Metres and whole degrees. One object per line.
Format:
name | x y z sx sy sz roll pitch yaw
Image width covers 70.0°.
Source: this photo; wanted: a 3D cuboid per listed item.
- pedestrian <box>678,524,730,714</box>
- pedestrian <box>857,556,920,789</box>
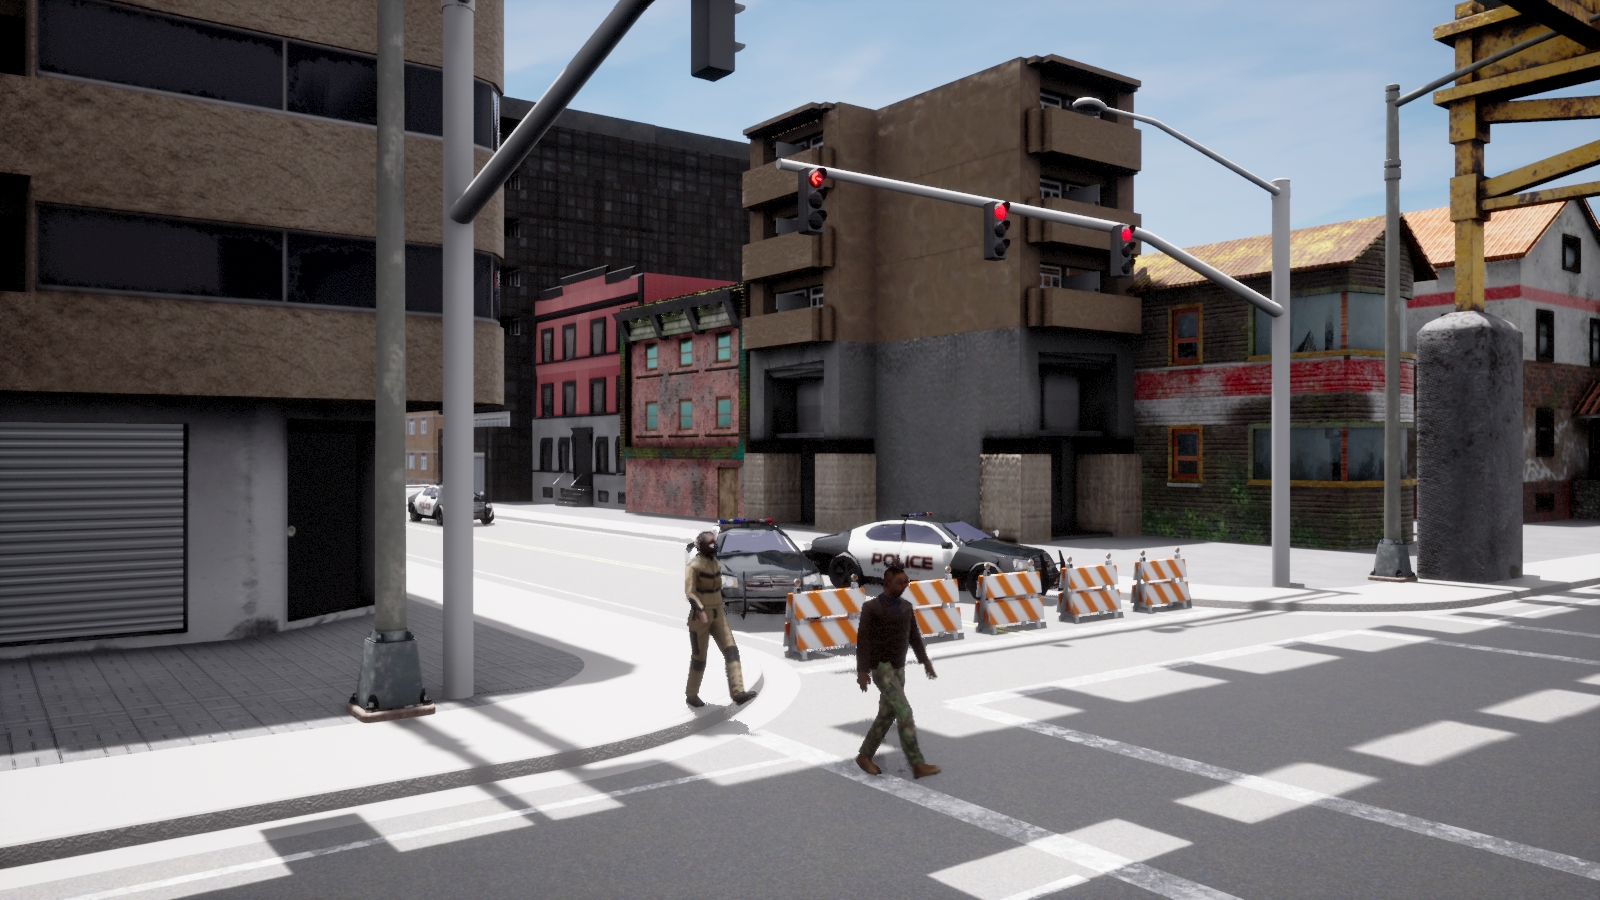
pedestrian | -0.983 1.696 11.639 0.375 1.860 0.375 0 0 -43
pedestrian | 0.745 1.848 9.634 0.375 1.860 0.375 0 0 -40
